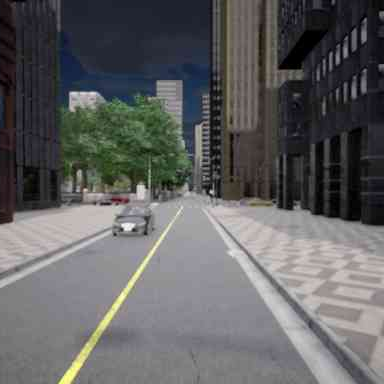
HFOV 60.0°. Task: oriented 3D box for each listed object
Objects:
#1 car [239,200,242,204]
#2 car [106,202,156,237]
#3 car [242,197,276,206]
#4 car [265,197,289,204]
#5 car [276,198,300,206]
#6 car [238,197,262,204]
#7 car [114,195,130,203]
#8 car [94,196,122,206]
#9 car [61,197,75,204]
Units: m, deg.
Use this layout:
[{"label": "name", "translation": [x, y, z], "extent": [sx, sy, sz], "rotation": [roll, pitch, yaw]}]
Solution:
[{"label": "car", "translation": [10.934, 1.741, 61.270], "extent": [4.181, 1.385, 1.994], "rotation": [0, 1, 0]}, {"label": "car", "translation": [-3.104, 1.537, 18.535], "extent": [2.128, 1.511, 4.902], "rotation": [0, 0, 0]}, {"label": "car", "translation": [11.752, 1.836, 58.505], "extent": [4.829, 1.417, 1.752], "rotation": [0, 1, 0]}, {"label": "car", "translation": [17.131, 1.765, 67.002], "extent": [4.313, 1.339, 1.947], "rotation": [0, 1, 0]}, {"label": "car", "translation": [17.095, 1.869, 58.477], "extent": [4.403, 1.369, 2.008], "rotation": [0, 1, 0]}, {"label": "car", "translation": [11.618, 1.742, 67.031], "extent": [4.403, 1.369, 2.008], "rotation": [0, 1, 0]}, {"label": "car", "translation": [-15.047, 1.482, 67.166], "extent": [5.009, 1.841, 2.192], "rotation": [0, 1, 0]}, {"label": "car", "translation": [-15.082, 1.852, 58.646], "extent": [4.313, 1.339, 1.947], "rotation": [0, 1, 0]}, {"label": "car", "translation": [-25.959, 1.731, 67.227], "extent": [4.313, 1.339, 1.947], "rotation": [0, 1, 0]}]
